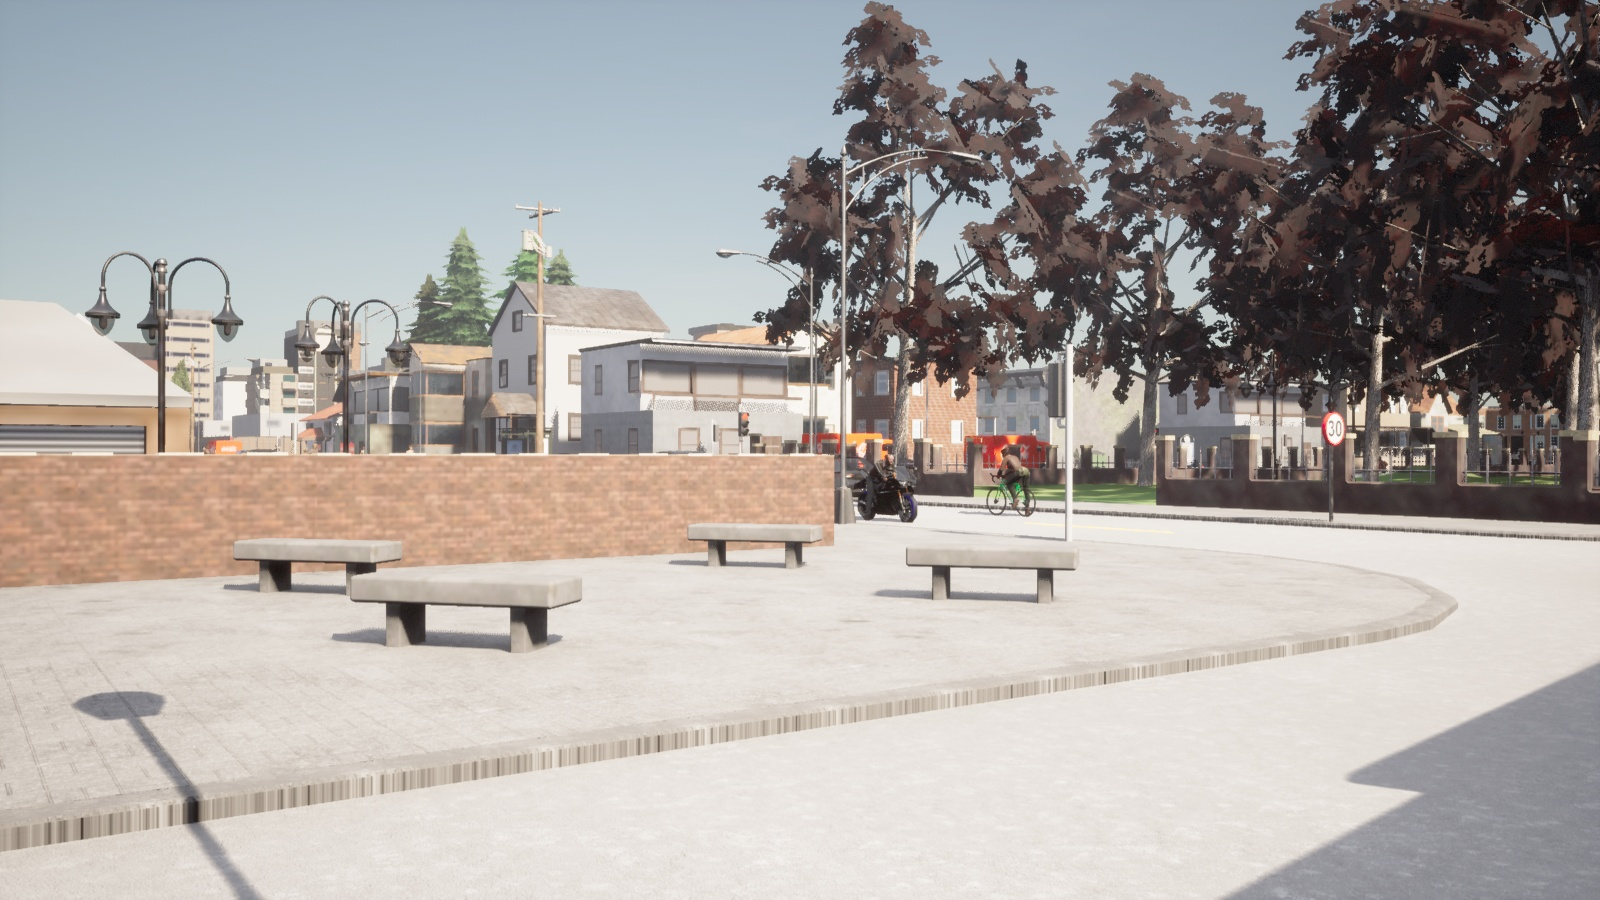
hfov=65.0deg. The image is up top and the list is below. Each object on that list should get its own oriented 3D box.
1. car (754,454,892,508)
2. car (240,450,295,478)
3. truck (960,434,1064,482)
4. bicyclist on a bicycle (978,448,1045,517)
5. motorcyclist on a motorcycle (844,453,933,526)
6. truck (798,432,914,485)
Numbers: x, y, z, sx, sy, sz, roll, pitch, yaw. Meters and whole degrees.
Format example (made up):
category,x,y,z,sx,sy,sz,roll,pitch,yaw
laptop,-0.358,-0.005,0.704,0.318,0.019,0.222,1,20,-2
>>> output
category,x,y,z,sx,sy,sz,roll,pitch,yaw
car,0.603,0.846,36.427,1.816,1.474,4.193,0,0,-36
car,-32.944,0.849,77.647,2.242,1.667,4.611,0,0,-35
truck,11.362,0.399,67.219,5.204,2.467,2.627,0,0,-38
bicyclist on a bicycle,5.038,0.760,30.000,0.582,1.620,1.656,0,0,-35
motorcyclist on a motorcycle,1.930,0.844,27.785,0.866,1.530,2.191,0,0,-31
truck,2.738,0.401,61.153,5.204,2.467,2.627,0,0,-39
